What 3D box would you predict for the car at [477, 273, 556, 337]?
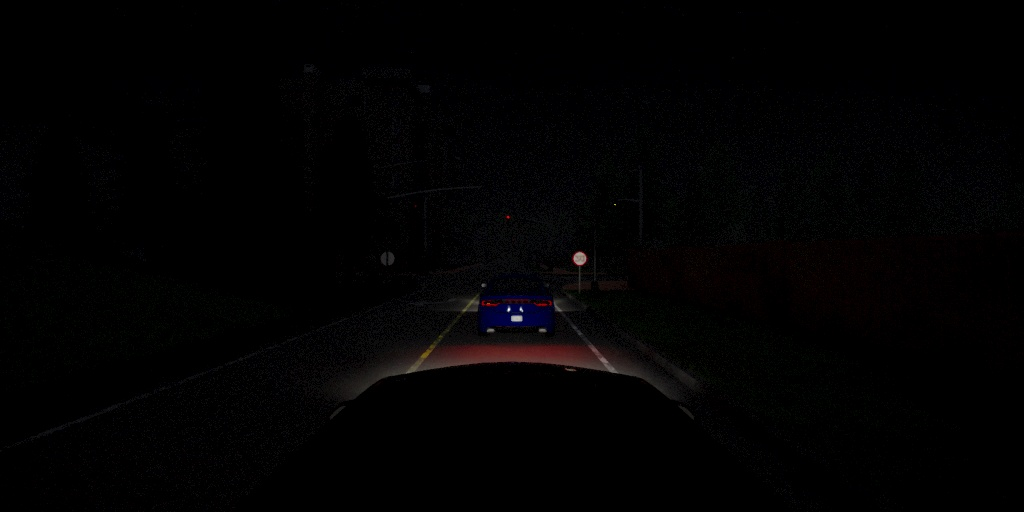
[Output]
[{"bbox_3d":[0.101,1.228,10.379,1.882,1.535,5.008,0,0,0],"label":"car"}]
